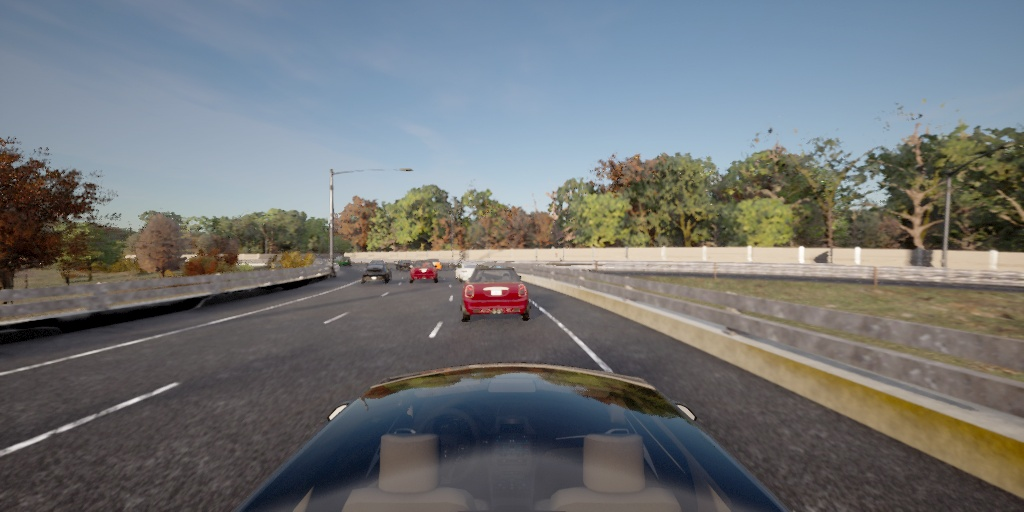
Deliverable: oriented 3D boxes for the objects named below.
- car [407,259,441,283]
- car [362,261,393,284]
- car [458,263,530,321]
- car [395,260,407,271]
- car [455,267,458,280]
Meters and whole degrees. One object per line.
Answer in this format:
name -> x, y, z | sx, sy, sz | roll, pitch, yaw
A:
car -> -7.147, 1.144, 28.973 | 2.097, 1.767, 4.553 | 0, 0, -15
car -> -10.495, 1.317, 28.024 | 1.837, 1.490, 4.892 | 0, 0, -14
car -> -0.690, 1.106, 12.727 | 2.097, 1.767, 4.553 | 0, 0, -6
car -> -15.114, 1.344, 50.240 | 1.837, 1.490, 4.892 | 0, 0, -26
car -> -3.539, 1.297, 29.087 | 1.812, 1.442, 4.674 | 0, 0, -14
